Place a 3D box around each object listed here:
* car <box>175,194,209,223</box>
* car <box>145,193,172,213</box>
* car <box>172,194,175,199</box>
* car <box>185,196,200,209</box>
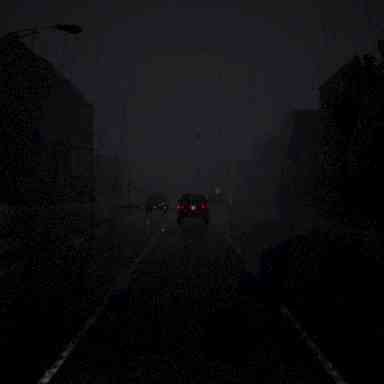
[{"bbox_3d":[0.094,1.147,24.941,2.150,2.045,5.566,0,0,0],"label":"car"},{"bbox_3d":[-3.598,1.119,35.148,2.150,2.045,5.566,0,0,0],"label":"car"},{"bbox_3d":[-4.446,1.179,76.289,2.033,1.411,5.357,0,0,-9],"label":"car"},{"bbox_3d":[0.078,1.352,43.102,1.882,1.535,5.008,0,0,0],"label":"car"}]
